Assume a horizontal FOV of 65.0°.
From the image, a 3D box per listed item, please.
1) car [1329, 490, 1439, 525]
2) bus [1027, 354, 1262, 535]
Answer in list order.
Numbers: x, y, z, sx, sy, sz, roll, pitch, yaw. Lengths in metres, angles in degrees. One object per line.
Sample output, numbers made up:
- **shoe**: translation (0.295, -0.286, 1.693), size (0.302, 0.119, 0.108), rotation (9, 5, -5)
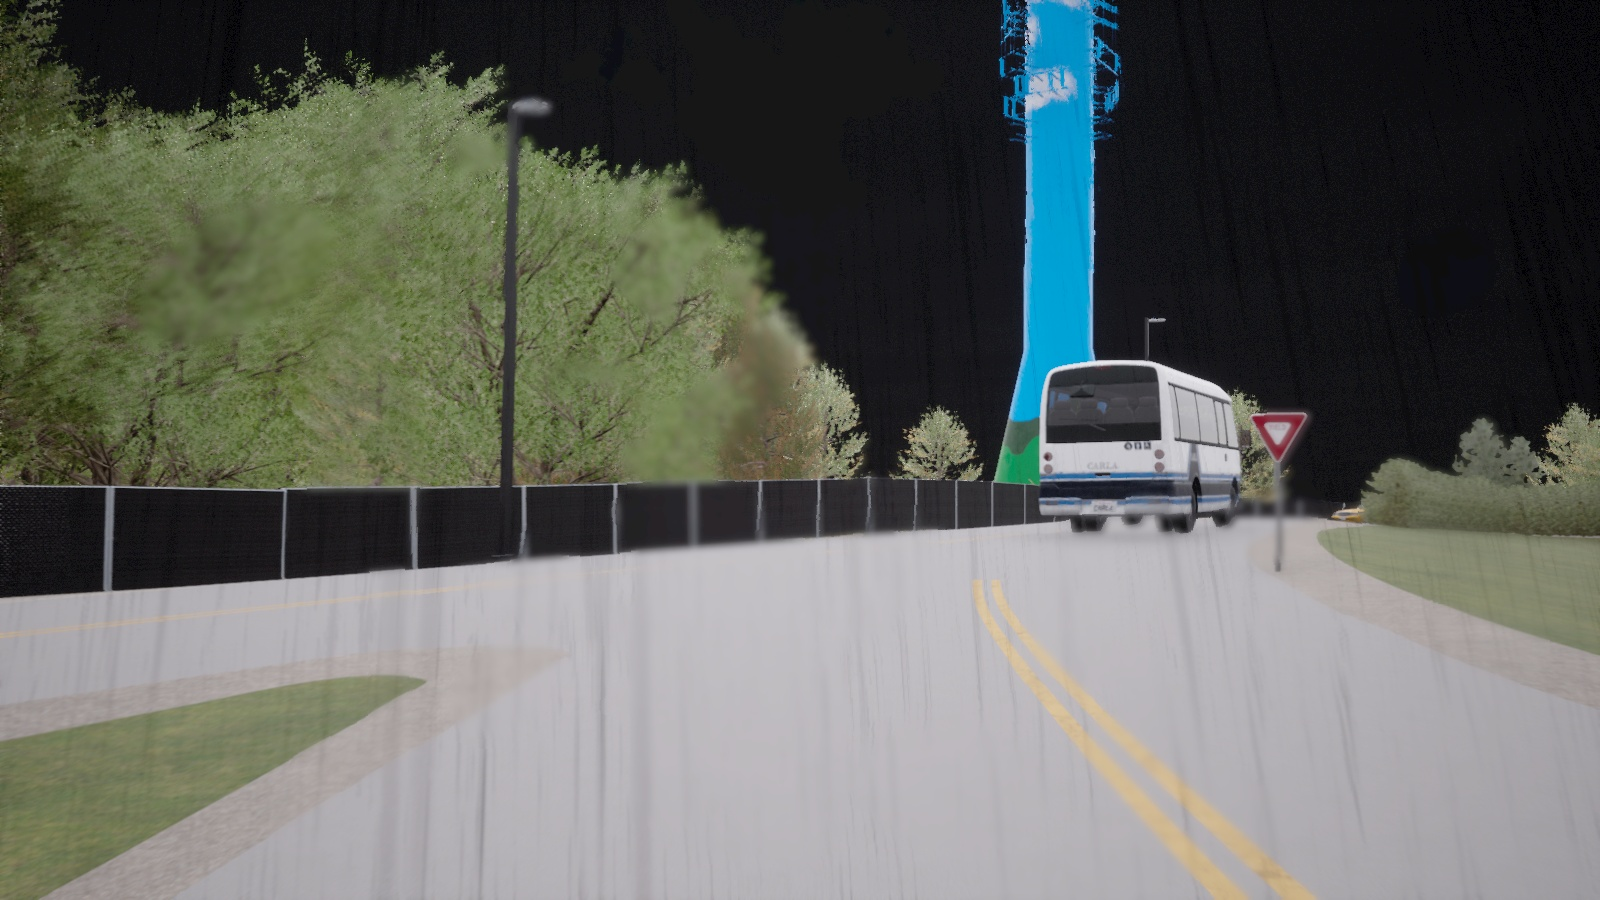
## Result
- **car**: translation (28.548, 2.837, 61.329), size (5.366, 1.575, 1.801), rotation (3, -4, -24)
- **bus**: translation (9.900, 0.027, 34.900), size (3.944, 4.253, 10.273), rotation (-2, -2, 29)
